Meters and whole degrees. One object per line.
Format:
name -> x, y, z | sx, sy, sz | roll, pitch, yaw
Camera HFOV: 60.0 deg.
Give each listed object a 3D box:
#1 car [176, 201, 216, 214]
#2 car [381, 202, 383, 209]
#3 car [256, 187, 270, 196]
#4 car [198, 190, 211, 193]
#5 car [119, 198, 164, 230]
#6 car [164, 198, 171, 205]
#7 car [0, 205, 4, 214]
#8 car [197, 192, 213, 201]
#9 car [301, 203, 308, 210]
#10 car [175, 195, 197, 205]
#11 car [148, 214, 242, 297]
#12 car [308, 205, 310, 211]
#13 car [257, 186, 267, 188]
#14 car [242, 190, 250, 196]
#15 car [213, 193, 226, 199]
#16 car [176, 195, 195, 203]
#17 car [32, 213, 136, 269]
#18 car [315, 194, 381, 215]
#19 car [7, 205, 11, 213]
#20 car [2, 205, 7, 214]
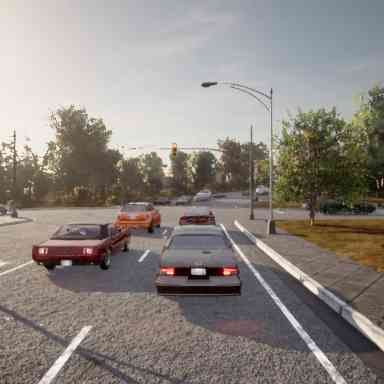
car -> 0.330, 1.518, 18.539 | 1.882, 1.535, 5.008 | 0, 0, 2
car -> 25.750, 1.401, 40.656 | 5.357, 1.411, 2.033 | -2, 0, 3
car -> 17.866, 0.264, 83.786 | 1.895, 1.301, 4.718 | 0, 3, 33
car -> 2.873, 0.614, 78.390 | 2.150, 2.045, 5.566 | 0, 3, 26
car -> -3.138, 1.397, 20.108 | 2.097, 1.767, 4.553 | 0, 0, 2
car -> -5.152, 1.715, 57.272 | 1.895, 1.301, 4.718 | 0, 1, 16
car -> -3.408, 1.222, 1.359 | 2.150, 2.045, 5.566 | 0, 0, -1
car -> 2.120, 1.351, 67.947 | 1.812, 1.442, 4.674 | 0, 2, 21
car -> 16.053, 1.662, 41.249 | 4.718, 1.301, 1.895 | -1, 0, 4
car -> -1.320, 1.636, 58.035 | 2.033, 1.411, 5.357 | 0, 1, 15
car -> 0.144, 1.558, 8.792 | 2.033, 1.411, 5.357 | 0, 0, 0
car -> 16.123, 1.646, 37.739 | 4.718, 1.301, 1.895 | -1, 0, 4
car -> 20.017, -0.763, 93.188 | 2.150, 2.045, 5.566 | 0, 3, 38
car -> 14.325, 0.261, 84.711 | 2.128, 1.511, 4.902 | 0, 3, 33
car -> 6.220, 0.954, 77.250 | 1.895, 1.301, 4.718 | 0, 3, 26
car -> -1.355, 1.396, 68.723 | 2.033, 1.411, 5.357 | 0, 2, 21
car -> -3.336, 1.618, 11.130 | 1.895, 1.301, 4.718 | 0, 0, 1
car -> 15.607, 1.260, 33.986 | 5.566, 2.045, 2.150 | -1, 0, 3
car -> -22.425, 1.745, 36.385 | 4.902, 1.511, 2.128 | -1, 0, 2
car -> -21.556, 1.708, 32.839 | 4.902, 1.511, 2.128 | -1, 0, 4
